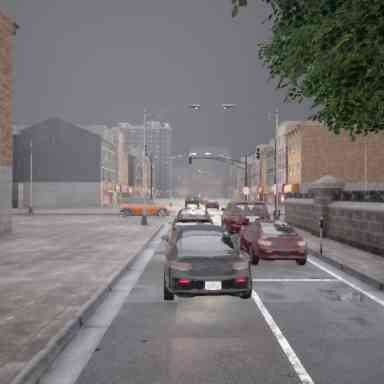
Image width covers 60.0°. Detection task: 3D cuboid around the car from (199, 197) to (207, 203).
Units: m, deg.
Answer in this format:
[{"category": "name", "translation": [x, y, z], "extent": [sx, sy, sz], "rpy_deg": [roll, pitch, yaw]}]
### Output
[{"category": "car", "translation": [2.508, 1.738, 75.873], "extent": [1.802, 1.307, 4.206], "rpy_deg": [0, 0, 0]}]

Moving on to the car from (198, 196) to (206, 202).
[{"category": "car", "translation": [2.489, 1.752, 86.748], "extent": [2.008, 1.369, 4.403], "rpy_deg": [0, 0, 0]}]

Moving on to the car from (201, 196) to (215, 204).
[{"category": "car", "translation": [2.567, 1.599, 43.250], "extent": [1.887, 1.381, 4.507], "rpy_deg": [1, 0, 0]}]

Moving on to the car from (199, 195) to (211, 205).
[{"category": "car", "translation": [2.530, 1.432, 64.999], "extent": [2.192, 1.841, 5.009], "rpy_deg": [1, 0, 0]}]

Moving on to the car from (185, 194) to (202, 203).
[{"category": "car", "translation": [0.025, 1.300, 52.673], "extent": [2.150, 2.045, 5.566], "rpy_deg": [0, 0, 0]}]

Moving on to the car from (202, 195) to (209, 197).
[{"category": "car", "translation": [2.538, 1.644, 59.561], "extent": [1.887, 1.381, 4.507], "rpy_deg": [1, 0, 0]}]

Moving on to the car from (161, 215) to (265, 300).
[{"category": "car", "translation": [0.222, 1.528, 8.311], "extent": [1.812, 1.442, 4.674], "rpy_deg": [0, 0, -4]}]

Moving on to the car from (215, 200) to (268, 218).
[{"category": "car", "translation": [2.618, 1.324, 16.820], "extent": [2.192, 1.841, 5.009], "rpy_deg": [1, 0, 0]}]

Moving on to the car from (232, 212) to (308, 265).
[{"category": "car", "translation": [2.625, 1.586, 11.370], "extent": [1.802, 1.307, 4.206], "rpy_deg": [1, 0, 0]}]

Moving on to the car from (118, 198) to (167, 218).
[{"category": "car", "translation": [-4.213, 1.376, 29.528], "extent": [4.553, 1.767, 2.097], "rpy_deg": [1, -1, -15]}]

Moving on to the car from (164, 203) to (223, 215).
[{"category": "car", "translation": [0.049, 1.499, 15.705], "extent": [2.128, 1.511, 4.902], "rpy_deg": [0, 0, 0]}]
